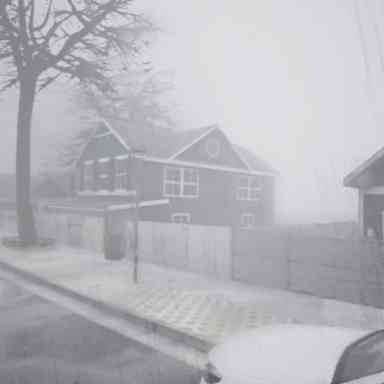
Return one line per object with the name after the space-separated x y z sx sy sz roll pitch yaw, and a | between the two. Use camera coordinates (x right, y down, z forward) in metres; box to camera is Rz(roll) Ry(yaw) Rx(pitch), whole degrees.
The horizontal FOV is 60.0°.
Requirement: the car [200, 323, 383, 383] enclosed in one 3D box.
2.152 1.681 2.330 4.674 1.442 1.812 -1 -3 41 | car
